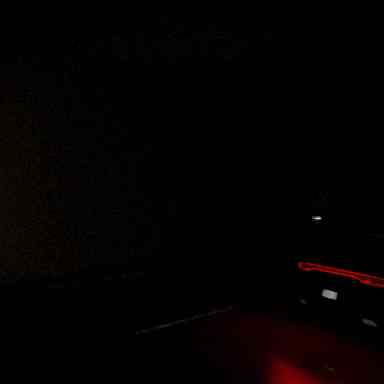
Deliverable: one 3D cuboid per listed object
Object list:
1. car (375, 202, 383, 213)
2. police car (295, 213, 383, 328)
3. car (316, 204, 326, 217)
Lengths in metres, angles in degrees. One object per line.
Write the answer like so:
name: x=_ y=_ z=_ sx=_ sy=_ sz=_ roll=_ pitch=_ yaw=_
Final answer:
car: x=15.390 y=1.564 z=27.705 sx=4.181 sy=1.385 sz=1.994 roll=0 pitch=0 yaw=-35
police car: x=4.300 y=1.425 z=6.809 sx=5.238 sy=1.638 sz=1.930 roll=0 pitch=0 yaw=-36
car: x=13.295 y=1.564 z=30.510 sx=4.181 sy=1.385 sz=1.994 roll=0 pitch=0 yaw=-35
